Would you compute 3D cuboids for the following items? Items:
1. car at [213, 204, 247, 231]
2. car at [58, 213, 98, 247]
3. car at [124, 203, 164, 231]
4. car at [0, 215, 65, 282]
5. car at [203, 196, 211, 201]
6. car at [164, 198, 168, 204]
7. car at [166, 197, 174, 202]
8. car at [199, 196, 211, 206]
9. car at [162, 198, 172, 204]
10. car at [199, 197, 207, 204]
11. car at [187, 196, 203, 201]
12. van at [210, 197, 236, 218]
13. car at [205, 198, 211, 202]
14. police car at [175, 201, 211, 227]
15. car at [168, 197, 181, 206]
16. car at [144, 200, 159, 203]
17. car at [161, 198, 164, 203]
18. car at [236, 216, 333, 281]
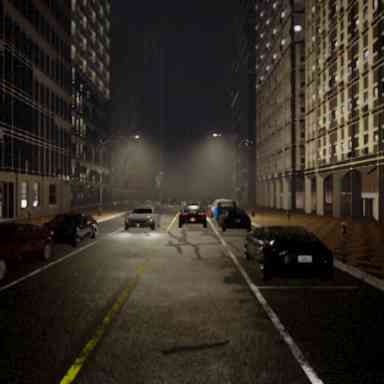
[{"bbox_3d":[2.654,1.709,21.330,1.947,1.339,4.313,0,0,0],"label":"car"},{"bbox_3d":[-5.717,1.672,15.631,1.947,1.339,4.313,0,0,0],"label":"car"},{"bbox_3d":[-3.148,1.671,21.758,1.812,1.442,4.674,0,0,0],"label":"car"},{"bbox_3d":[-5.706,1.613,9.939,1.887,1.381,4.507,0,0,0],"label":"car"},{"bbox_3d":[2.592,1.662,55.484,2.192,1.841,5.009,0,0,0],"label":"car"},{"bbox_3d":[-5.821,1.992,72.556,2.008,1.369,4.403,0,0,0],"label":"car"},{"bbox_3d":[-5.853,2.112,89.631,1.802,1.307,4.206,0,0,0],"label":"car"},{"bbox_3d":[2.571,1.725,66.869,2.192,1.841,5.009,0,0,0],"label":"car"},{"bbox_3d":[-5.832,2.037,78.248,1.947,1.339,4.313,0,0,0],"label":"car"},{"bbox_3d":[2.548,1.998,78.421,1.752,1.417,4.829,0,0,0],"label":"car"},{"bbox_3d":[0.020,1.624,42.432,2.097,1.767,4.553,0,0,0],"label":"car"},{"bbox_3d":[2.644,1.520,27.025,1.690,1.788,3.998,0,0,0],"label":"van"},{"bbox_3d":[2.633,1.654,32.715,1.967,1.590,4.097,0,0,0],"label":"car"},{"bbox_3d":[0.056,1.661,24.067,2.038,1.542,4.974,0,-1,0],"label":"police car"},{"bbox_3d":[-3.148,1.920,64.040,1.812,1.442,4.674,0,0,1],"label":"car"},{"bbox_3d":[-5.769,1.806,43.924,1.752,1.417,4.829,0,0,0],"label":"car"},{"bbox_3d":[-5.780,1.865,49.787,2.008,1.369,4.403,0,0,0],"label":"car"},{"bbox_3d":[2.675,1.634,9.946,1.947,1.339,4.313,0,0,0],"label":"car"}]
